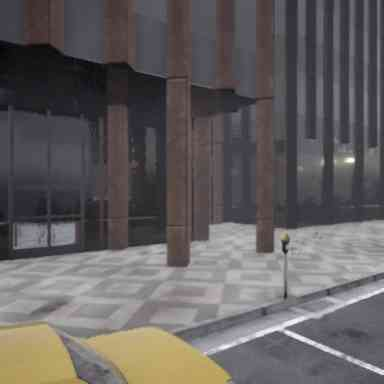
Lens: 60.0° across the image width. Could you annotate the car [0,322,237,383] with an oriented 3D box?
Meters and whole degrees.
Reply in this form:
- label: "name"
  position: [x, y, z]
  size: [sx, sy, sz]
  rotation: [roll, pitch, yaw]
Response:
- label: "car"
  position: [-1.848, 1.522, 1.653]
  size: [4.829, 1.417, 1.752]
  rotation: [0, 0, -35]
